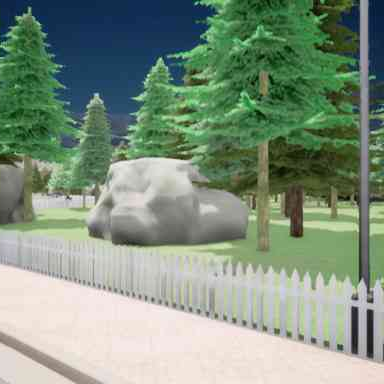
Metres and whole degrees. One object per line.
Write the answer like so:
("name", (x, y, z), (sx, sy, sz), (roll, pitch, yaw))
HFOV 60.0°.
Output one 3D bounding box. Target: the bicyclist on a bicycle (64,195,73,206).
("bicyclist on a bicycle", (-17.404, 1.222, 46.673), (1.656, 1.620, 0.582), (0, 0, 7))
